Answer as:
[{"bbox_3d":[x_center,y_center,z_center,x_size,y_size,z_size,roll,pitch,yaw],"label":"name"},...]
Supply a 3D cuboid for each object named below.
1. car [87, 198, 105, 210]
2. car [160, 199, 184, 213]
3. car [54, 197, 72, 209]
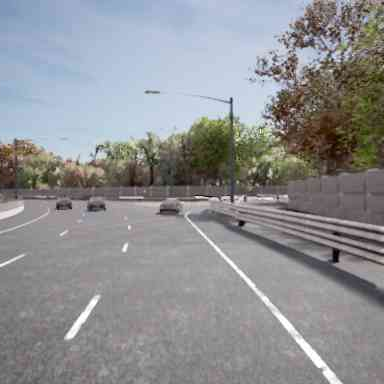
[{"bbox_3d":[-11.856,1.425,40.935,2.128,1.511,4.902,0,0,-23],"label":"car"},{"bbox_3d":[-2.049,1.444,34.732,2.033,1.411,5.357,0,0,6],"label":"car"},{"bbox_3d":[-17.083,1.446,44.116,2.128,1.511,4.902,0,0,-26],"label":"car"}]
